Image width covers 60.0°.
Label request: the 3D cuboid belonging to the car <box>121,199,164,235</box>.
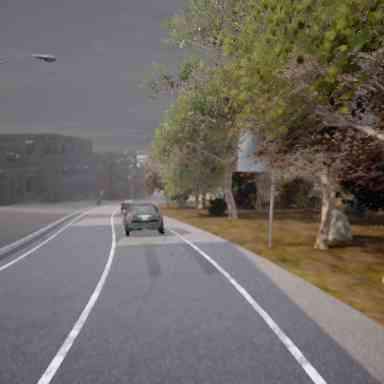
[{"bbox_3d":[-2.965,1.417,19.581,2.097,1.767,4.553,-2,0,-13],"label":"car"}]

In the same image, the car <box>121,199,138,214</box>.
[{"bbox_3d":[-7.435,1.629,39.691,1.882,1.535,5.008,-1,0,-10],"label":"car"}]
